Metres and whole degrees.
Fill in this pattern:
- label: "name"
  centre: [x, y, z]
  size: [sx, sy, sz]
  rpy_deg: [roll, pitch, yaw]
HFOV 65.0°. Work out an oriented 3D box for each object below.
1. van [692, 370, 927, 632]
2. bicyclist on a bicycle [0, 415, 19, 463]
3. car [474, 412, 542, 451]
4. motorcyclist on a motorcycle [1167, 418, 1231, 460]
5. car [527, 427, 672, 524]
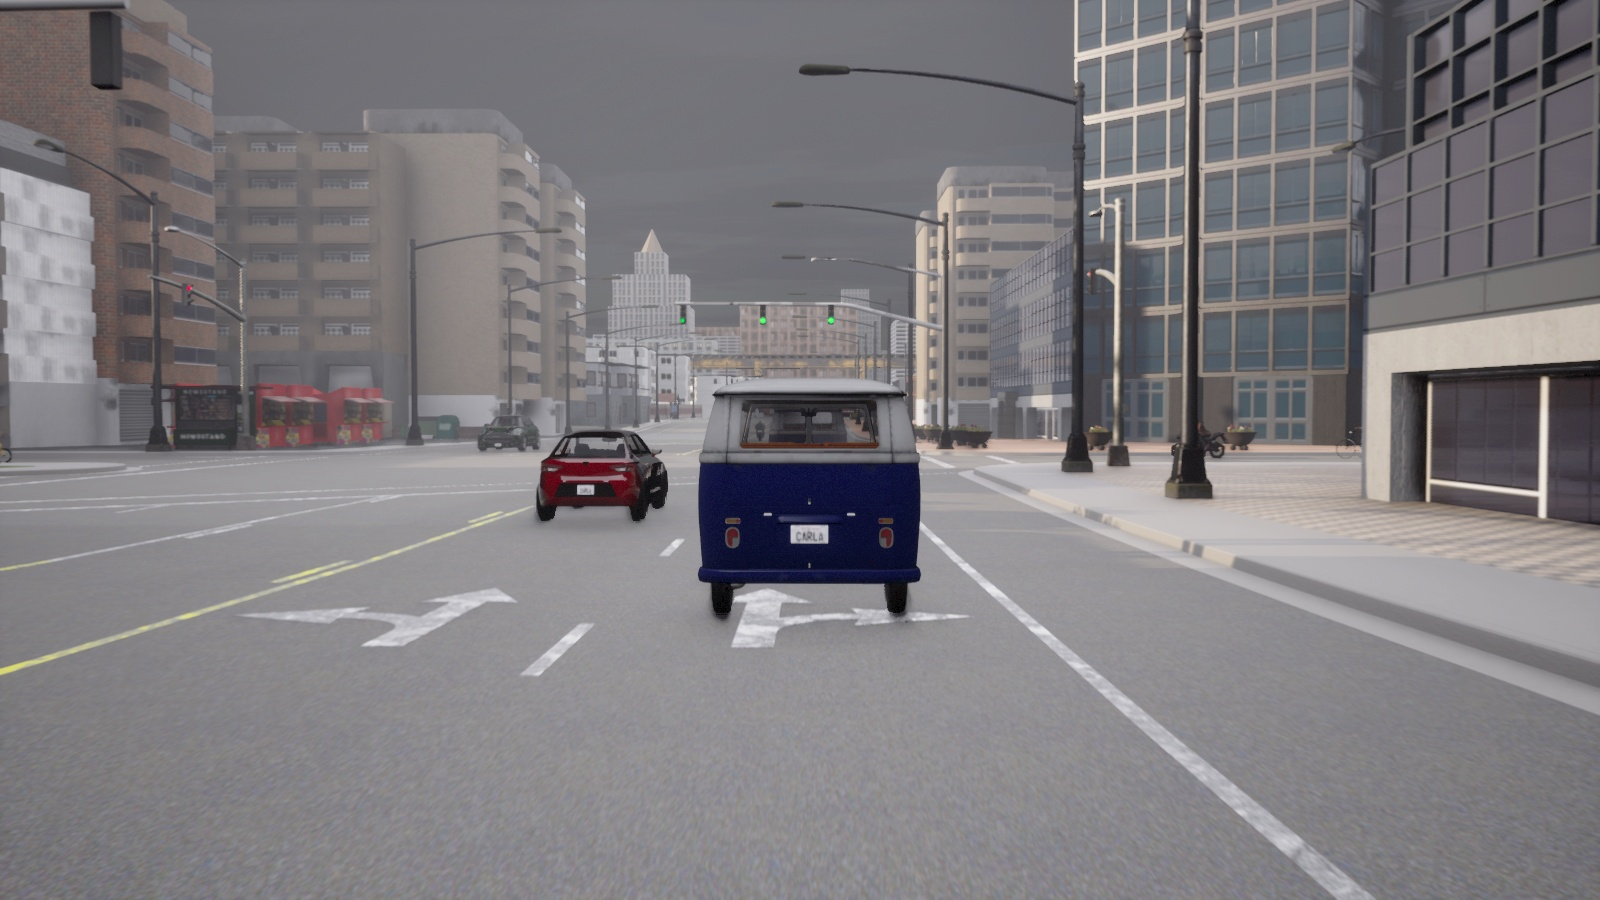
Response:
- label: "van"
  centre: [0.083, 0.357, 11.757]
  size: [1.775, 1.987, 4.442]
  rpy_deg: [0, 1, 0]
- label: "bicyclist on a bicycle"
  centre: [-27.728, -0.379, 42.927]
  size: [1.509, 1.612, 0.866]
  rpy_deg: [0, 2, 1]
- label: "car"
  centre: [-13.647, -0.876, 58.876]
  size: [2.097, 1.767, 4.553]
  rpy_deg: [0, 1, 0]
- label: "motorcyclist on a motorcycle"
  centre: [14.558, -0.403, 45.847]
  size: [2.044, 1.523, 0.797]
  rpy_deg: [0, 2, 1]
- label: "car"
  centre: [-3.360, 0.366, 21.826]
  size: [1.816, 1.474, 4.193]
  rpy_deg: [0, 2, 0]
